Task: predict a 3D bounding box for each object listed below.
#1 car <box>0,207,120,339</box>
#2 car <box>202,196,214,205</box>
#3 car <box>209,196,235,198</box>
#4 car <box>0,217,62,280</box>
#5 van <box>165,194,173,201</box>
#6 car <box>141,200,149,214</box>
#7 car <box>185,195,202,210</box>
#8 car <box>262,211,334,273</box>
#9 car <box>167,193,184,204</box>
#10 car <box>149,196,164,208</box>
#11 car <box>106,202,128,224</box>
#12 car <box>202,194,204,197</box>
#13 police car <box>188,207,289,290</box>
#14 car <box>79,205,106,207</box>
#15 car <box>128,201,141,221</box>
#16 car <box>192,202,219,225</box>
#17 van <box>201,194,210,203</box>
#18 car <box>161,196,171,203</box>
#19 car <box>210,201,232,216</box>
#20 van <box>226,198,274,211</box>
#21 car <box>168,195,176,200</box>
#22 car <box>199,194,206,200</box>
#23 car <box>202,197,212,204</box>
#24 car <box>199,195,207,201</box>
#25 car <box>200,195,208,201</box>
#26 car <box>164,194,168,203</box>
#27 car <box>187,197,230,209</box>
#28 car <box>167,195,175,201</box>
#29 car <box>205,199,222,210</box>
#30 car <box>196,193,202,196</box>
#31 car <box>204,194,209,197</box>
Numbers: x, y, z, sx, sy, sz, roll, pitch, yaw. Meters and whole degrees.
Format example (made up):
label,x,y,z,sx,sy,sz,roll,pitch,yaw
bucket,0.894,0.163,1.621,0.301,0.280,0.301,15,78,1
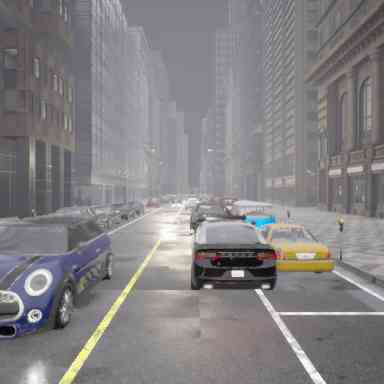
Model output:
label,x,y,z,sx,sy,sz,roll,pitch,yaw
car,-3.089,1.352,6.875,2.097,1.767,4.553,0,0,0
car,2.866,1.463,60.671,1.967,1.590,4.097,0,0,0
car,2.806,1.318,27.061,2.192,1.841,5.009,0,0,0
car,-5.748,1.582,10.257,1.802,1.307,4.206,0,0,0
van,-5.620,1.379,83.085,1.690,1.788,3.998,0,0,0
car,-5.708,1.571,32.665,1.947,1.339,4.313,0,0,0
car,0.100,1.538,43.717,1.812,1.442,4.674,0,0,1
car,2.777,1.525,10.426,1.752,1.417,4.829,0,0,0
car,-2.890,1.515,62.260,2.128,1.511,4.902,0,0,0
car,-5.679,1.560,49.472,1.887,1.381,4.507,0,0,0
car,-5.728,1.552,21.462,2.008,1.369,4.403,0,0,0
car,2.846,1.456,49.468,1.967,1.590,4.097,0,0,0
police car,0.915,1.425,9.209,1.930,1.638,5.238,0,0,0
car,-5.738,1.441,15.859,1.967,1.590,4.097,0,0,0
car,-5.718,1.569,27.063,1.947,1.339,4.313,0,0,0
car,0.944,1.529,25.100,1.812,1.442,4.674,0,0,0
van,2.886,1.372,71.874,1.690,1.788,3.998,0,0,0
car,-5.639,1.575,71.880,1.887,1.381,4.507,0,0,0
car,2.817,1.588,32.663,1.802,1.307,4.206,0,0,0
van,2.786,1.342,15.858,1.690,1.788,3.998,0,0,0
car,-5.599,1.591,94.289,1.887,1.381,4.507,0,0,0
car,2.926,1.486,94.282,1.967,1.590,4.097,0,0,0
car,2.877,1.609,66.273,1.802,1.307,4.206,0,0,0
car,2.916,1.587,88.681,1.887,1.381,4.507,0,0,0
car,2.906,1.583,83.078,1.887,1.381,4.507,0,0,0
car,-5.649,1.467,66.278,1.967,1.590,4.097,0,0,0
car,0.932,1.352,19.070,2.097,1.767,4.553,0,0,0
car,-5.609,1.587,88.687,1.887,1.381,4.507,0,0,0
car,2.837,1.578,43.866,1.947,1.339,4.313,0,0,0
car,0.100,1.372,55.800,2.097,1.767,4.553,0,0,0
car,2.826,1.324,38.264,2.192,1.841,5.009,0,0,0
